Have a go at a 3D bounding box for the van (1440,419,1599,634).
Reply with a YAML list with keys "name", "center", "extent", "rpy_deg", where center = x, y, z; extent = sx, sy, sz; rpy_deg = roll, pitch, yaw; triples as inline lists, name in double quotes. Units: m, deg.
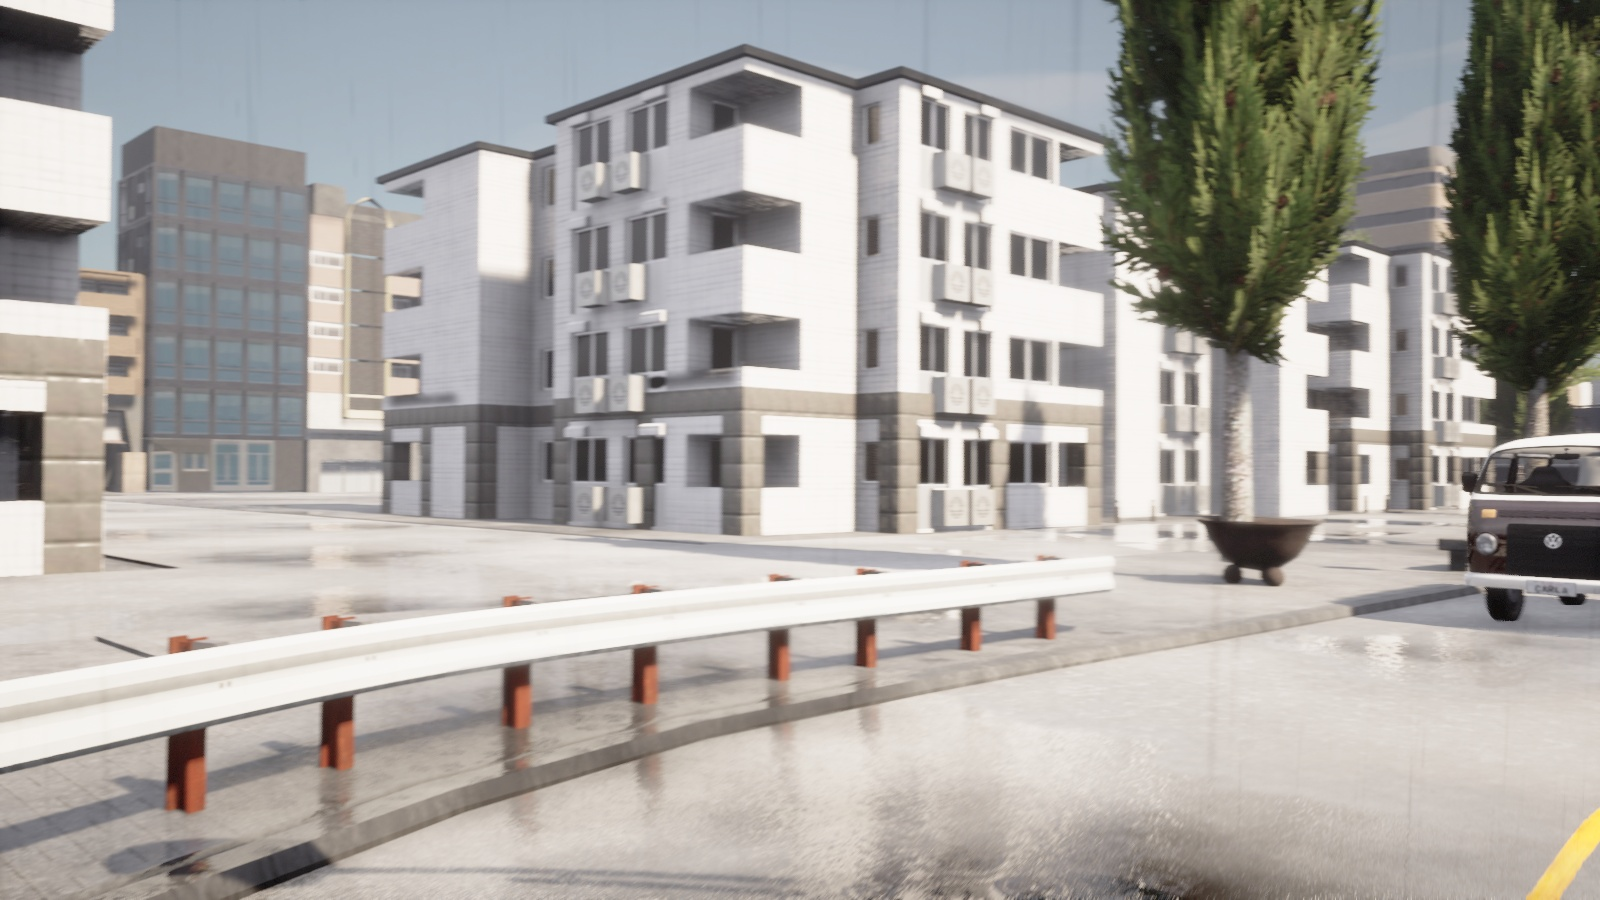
- name: "van"
  center: [8.941, 0.756, 13.746]
  extent: [4.480, 2.038, 2.069]
  rpy_deg: [1, -1, -44]
